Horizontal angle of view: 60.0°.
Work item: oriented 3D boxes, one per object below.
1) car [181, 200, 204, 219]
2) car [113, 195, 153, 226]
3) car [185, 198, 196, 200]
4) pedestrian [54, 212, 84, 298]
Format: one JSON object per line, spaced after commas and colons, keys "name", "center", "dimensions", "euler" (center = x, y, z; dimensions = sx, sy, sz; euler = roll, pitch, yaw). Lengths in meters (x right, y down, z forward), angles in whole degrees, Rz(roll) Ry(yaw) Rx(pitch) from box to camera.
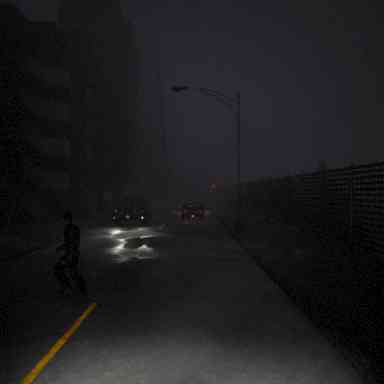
{"name": "car", "center": [0.064, 1.601, 28.417], "dimensions": [1.895, 1.301, 4.718], "euler": [0, 0, 0]}
{"name": "car", "center": [-4.117, 1.221, 24.068], "dimensions": [2.150, 2.045, 5.566], "euler": [0, 0, 0]}
{"name": "car", "center": [-0.222, 1.491, 43.415], "dimensions": [2.128, 1.511, 4.902], "euler": [0, 0, -4]}
{"name": "pedestrian", "center": [-2.577, 1.294, 6.984], "dimensions": [0.375, 1.860, 0.375], "euler": [0, 0, 0]}
